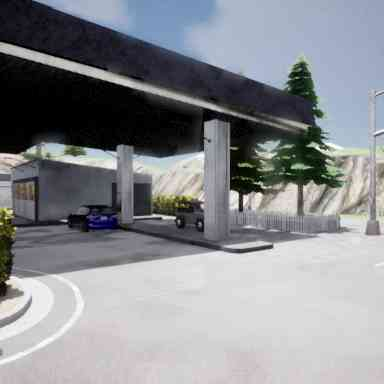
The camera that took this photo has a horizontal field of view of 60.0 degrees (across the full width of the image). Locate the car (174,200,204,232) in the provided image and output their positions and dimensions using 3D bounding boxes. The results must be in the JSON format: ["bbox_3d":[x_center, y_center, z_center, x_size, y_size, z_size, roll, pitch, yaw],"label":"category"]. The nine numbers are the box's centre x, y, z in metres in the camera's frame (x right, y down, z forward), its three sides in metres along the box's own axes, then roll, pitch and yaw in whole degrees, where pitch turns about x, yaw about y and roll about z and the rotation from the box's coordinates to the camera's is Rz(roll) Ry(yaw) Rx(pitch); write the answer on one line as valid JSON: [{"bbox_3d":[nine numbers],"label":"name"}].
[{"bbox_3d":[0.456,1.504,21.989,1.905,1.878,3.866,0,0,-36],"label":"car"}]

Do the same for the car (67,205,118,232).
[{"bbox_3d":[-6.675,1.672,22.129,2.242,1.667,4.611,0,0,-37],"label":"car"}]
